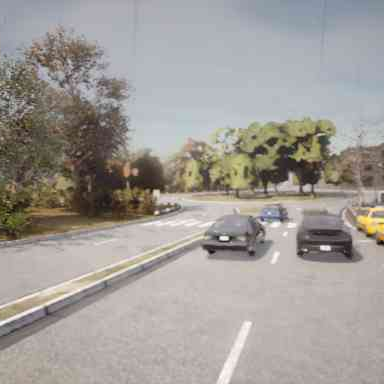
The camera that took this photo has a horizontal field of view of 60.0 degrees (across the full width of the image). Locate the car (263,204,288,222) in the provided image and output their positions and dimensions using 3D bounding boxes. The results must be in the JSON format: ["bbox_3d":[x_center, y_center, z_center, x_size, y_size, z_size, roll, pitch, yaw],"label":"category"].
[{"bbox_3d":[6.931,1.703,28.059,2.033,1.411,5.357,-1,0,22],"label":"car"}]

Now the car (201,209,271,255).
[{"bbox_3d":[1.891,1.644,13.801,2.033,1.411,5.357,-1,0,18],"label":"car"}]

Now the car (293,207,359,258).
[{"bbox_3d":[5.081,1.564,13.084,1.837,1.490,4.892,-1,0,18],"label":"car"}]

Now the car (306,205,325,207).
[{"bbox_3d":[9.995,1.727,26.959,1.895,1.301,4.718,-1,0,22],"label":"car"}]

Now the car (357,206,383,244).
[{"bbox_3d":[10.071,1.523,17.897,1.946,1.575,5.366,-1,-1,18],"label":"car"}]
